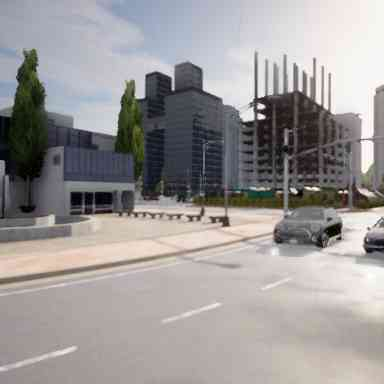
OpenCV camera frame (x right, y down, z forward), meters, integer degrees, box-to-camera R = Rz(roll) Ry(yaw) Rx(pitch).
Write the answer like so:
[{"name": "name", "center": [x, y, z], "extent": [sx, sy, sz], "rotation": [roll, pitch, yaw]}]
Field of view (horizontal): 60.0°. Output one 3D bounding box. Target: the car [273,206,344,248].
[{"name": "car", "center": [5.540, 1.465, 15.541], "extent": [2.097, 1.767, 4.553], "rotation": [0, 0, 37]}]

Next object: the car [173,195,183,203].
[{"name": "car", "center": [-1.835, 1.554, 76.305], "extent": [1.905, 1.878, 3.866], "rotation": [0, 0, 38]}]

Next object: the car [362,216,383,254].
[{"name": "car", "center": [8.403, 1.667, 13.525], "extent": [2.033, 1.411, 5.357], "rotation": [0, 0, 37]}]

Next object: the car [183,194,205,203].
[{"name": "car", "center": [0.436, 1.797, 74.511], "extent": [1.970, 1.475, 3.806], "rotation": [0, 0, 38]}]
